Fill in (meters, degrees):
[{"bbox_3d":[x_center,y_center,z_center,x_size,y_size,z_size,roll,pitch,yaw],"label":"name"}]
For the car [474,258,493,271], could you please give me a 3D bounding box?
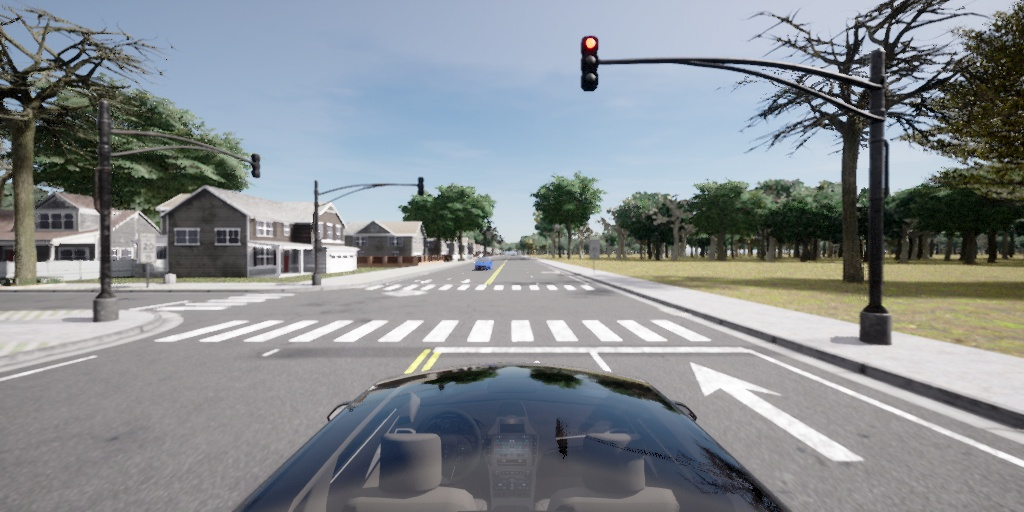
[{"bbox_3d":[-3.186,0.939,40.997,1.882,1.535,5.008,0,2,0],"label":"car"}]
